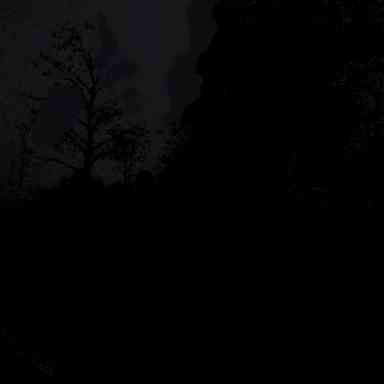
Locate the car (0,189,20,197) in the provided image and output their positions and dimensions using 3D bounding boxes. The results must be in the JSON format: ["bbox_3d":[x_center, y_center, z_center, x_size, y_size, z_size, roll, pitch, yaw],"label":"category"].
[{"bbox_3d":[-35.096,0.194,62.990,2.033,1.411,5.357,3,-1,11],"label":"car"}]
